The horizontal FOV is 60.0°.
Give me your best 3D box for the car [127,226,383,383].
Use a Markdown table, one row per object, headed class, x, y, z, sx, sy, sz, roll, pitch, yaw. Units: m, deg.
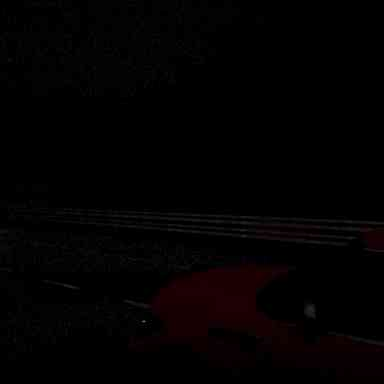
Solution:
| class | x | y | z | sx | sy | sz | roll | pitch | yaw |
| --- | --- | --- | --- | --- | --- | --- | --- | --- | --- |
| car | 2.018 | 1.219 | 2.431 | 5.566 | 2.045 | 2.150 | -1 | 0 | 35 |
